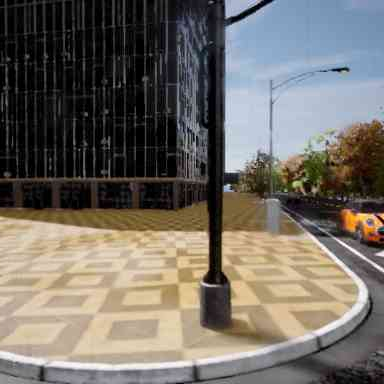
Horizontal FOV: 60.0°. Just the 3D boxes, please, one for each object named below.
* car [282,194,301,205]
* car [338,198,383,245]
[{"bbox_3d":[13.030,0.960,43.623,1.895,1.301,4.718,0,1,10],"label":"car"},{"bbox_3d":[7.647,1.089,13.840,2.097,1.767,4.553,0,1,11],"label":"car"}]
